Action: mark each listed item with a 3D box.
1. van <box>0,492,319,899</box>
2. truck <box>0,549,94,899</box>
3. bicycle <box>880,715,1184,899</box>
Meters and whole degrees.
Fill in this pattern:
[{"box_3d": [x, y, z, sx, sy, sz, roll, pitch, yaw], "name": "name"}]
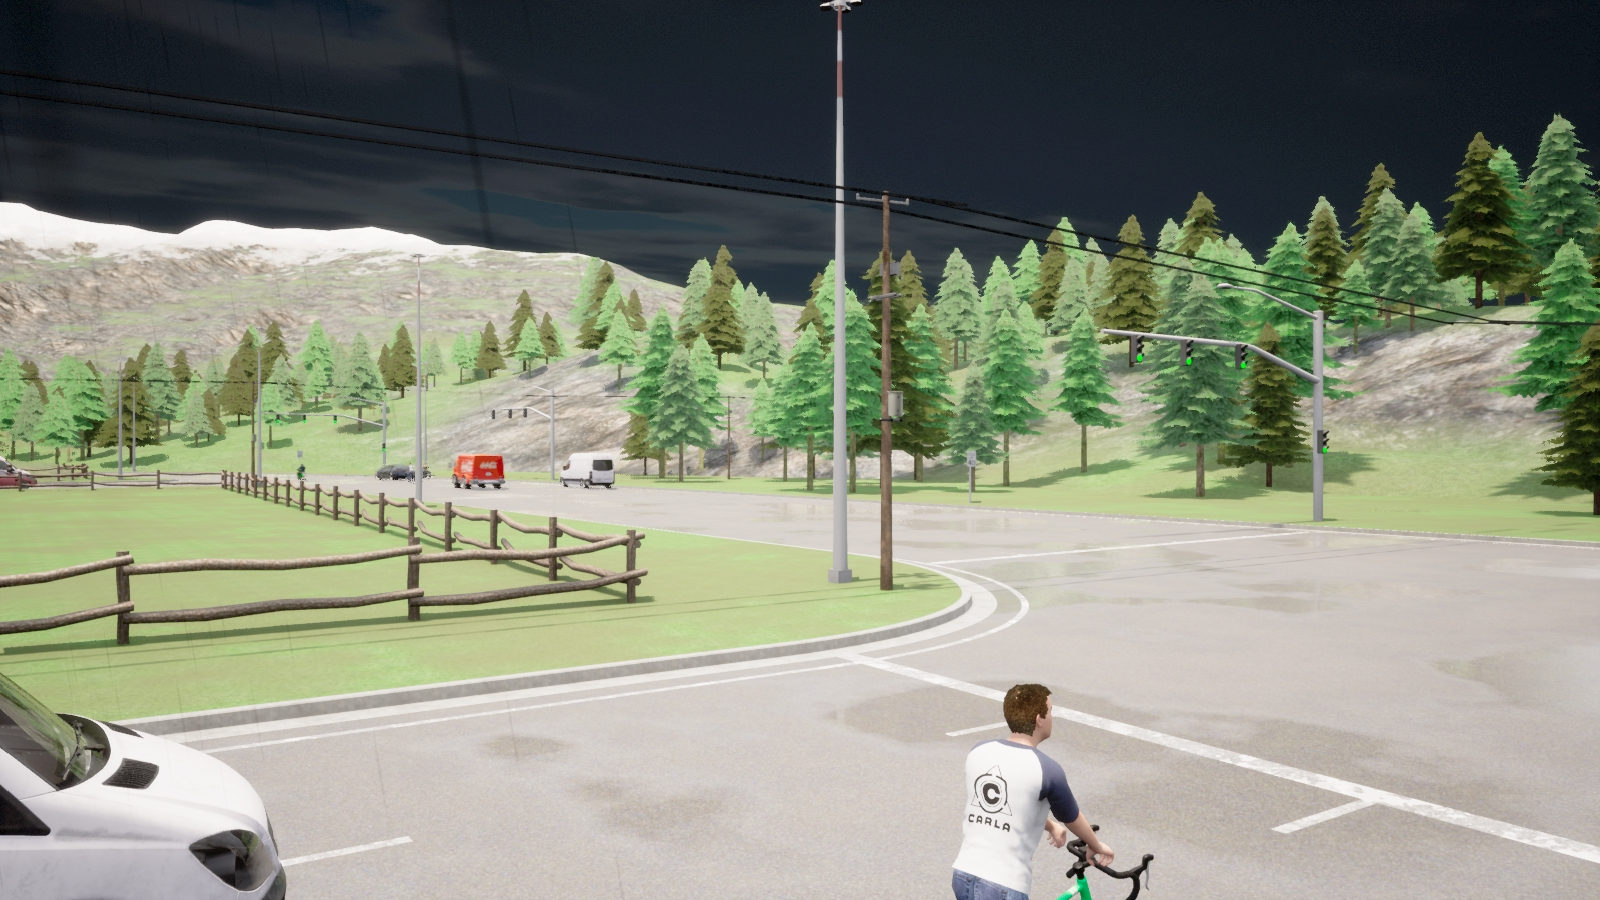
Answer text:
[{"box_3d": [-5.215, 1.535, 4.399, 5.915, 2.561, 1.988, 0, 0, -35], "name": "van"}, {"box_3d": [-3.848, 1.573, 1.187, 5.204, 2.467, 2.627, 0, 0, -34], "name": "truck"}, {"box_3d": [1.060, 2.053, 4.957, 1.643, 1.496, 0.373, 0, 0, -41], "name": "bicycle"}]
